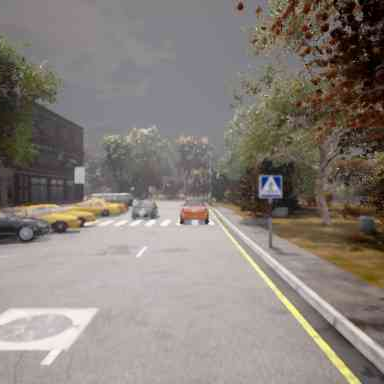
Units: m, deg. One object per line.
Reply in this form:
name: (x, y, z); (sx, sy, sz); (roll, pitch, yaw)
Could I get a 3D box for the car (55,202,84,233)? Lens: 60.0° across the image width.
car: (-8.940, 1.484, 18.327); (5.366, 1.575, 1.946); (-1, 0, -20)

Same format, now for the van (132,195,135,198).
van: (-9.265, 1.156, 39.228); (4.442, 1.987, 1.878); (-1, 1, -20)

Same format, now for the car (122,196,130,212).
car: (-9.129, 1.456, 33.283); (5.008, 1.535, 2.097); (-1, 0, -20)

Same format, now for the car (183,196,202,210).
car: (-0.043, 1.342, 42.711); (2.128, 1.511, 4.902); (0, 1, -3)

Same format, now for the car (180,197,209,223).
car: (0.194, 1.359, 25.827); (2.097, 1.767, 4.553); (0, 0, 0)

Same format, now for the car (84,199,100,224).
car: (-8.935, 1.485, 21.329); (5.366, 1.575, 1.946); (-1, 0, -20)

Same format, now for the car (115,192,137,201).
car: (-13.636, 0.900, 68.550); (4.892, 1.490, 1.837); (2, 1, 45)

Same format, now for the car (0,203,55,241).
car: (-9.129, 1.489, 15.263); (4.892, 1.521, 2.231); (-1, 0, -20)

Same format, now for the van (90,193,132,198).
van: (-9.249, 1.194, 36.227); (4.442, 1.987, 1.878); (-1, 1, -20)

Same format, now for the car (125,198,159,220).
car: (-3.891, 1.498, 28.186); (2.128, 1.511, 4.902); (0, 0, 0)

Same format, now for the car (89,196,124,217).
car: (-9.282, 1.485, 30.215); (5.366, 1.575, 1.946); (-1, 0, -20)
